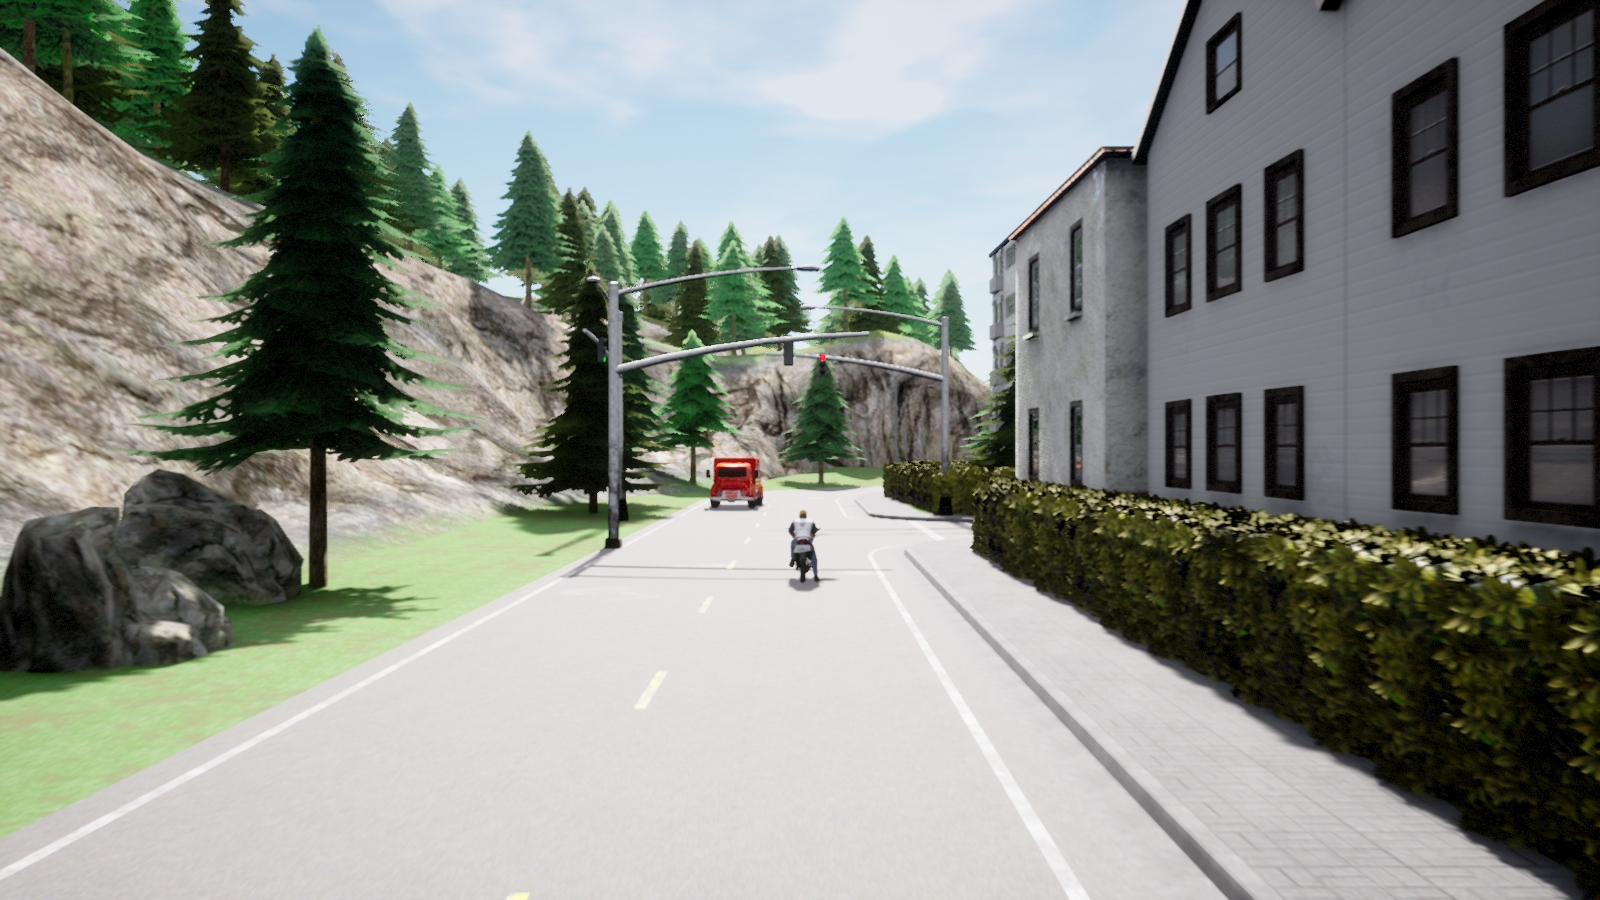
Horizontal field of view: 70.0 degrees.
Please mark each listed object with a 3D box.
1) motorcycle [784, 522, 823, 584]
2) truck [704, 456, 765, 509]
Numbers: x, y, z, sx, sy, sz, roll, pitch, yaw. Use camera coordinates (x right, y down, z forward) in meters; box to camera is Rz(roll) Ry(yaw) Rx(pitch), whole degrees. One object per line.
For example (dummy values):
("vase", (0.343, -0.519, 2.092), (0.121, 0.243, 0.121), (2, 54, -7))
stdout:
("motorcycle", (0.067, 2.193, 24.559), (0.803, 1.145, 2.033), (0, 0, 0))
("truck", (-3.173, 1.547, 56.471), (2.627, 2.467, 5.204), (0, 0, 1))
